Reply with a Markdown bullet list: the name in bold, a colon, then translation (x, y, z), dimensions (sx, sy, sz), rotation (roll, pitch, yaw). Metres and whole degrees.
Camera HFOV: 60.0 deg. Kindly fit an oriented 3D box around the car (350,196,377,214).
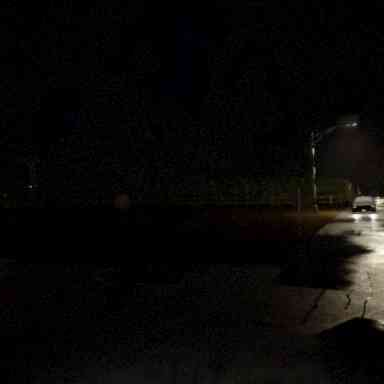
- **car**: translation (15.066, 1.059, 29.107), dimensions (2.033, 1.411, 5.357), rotation (-3, -1, 29)
